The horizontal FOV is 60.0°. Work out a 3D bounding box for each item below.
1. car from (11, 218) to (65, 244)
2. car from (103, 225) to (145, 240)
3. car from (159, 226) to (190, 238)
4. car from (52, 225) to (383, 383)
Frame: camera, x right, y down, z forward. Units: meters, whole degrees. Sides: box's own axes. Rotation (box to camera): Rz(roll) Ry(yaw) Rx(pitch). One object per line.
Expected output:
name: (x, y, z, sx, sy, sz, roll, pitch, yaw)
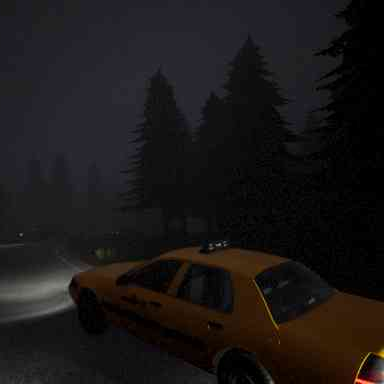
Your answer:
car: (-12.736, 3.229, 28.188, 2.150, 2.045, 5.566, -4, -7, 7)
car: (-7.440, 4.510, 36.975, 2.033, 1.411, 5.357, -4, -8, 20)
car: (-2.316, 5.544, 46.281, 1.882, 1.535, 5.008, -5, -8, 30)
car: (0.121, 1.441, 4.753, 5.366, 1.575, 1.801, 0, 1, 43)
